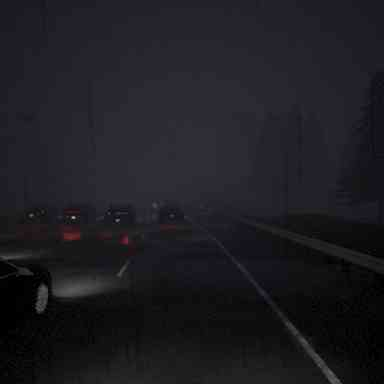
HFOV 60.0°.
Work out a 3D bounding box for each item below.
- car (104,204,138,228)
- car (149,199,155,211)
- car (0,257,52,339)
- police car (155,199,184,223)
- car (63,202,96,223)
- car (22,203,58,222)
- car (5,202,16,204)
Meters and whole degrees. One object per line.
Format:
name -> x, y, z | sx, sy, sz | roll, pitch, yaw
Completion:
car -> -4.846, 1.556, 22.923 | 2.128, 1.511, 4.902 | 0, 0, -6
car -> -4.316, 1.639, 41.858 | 1.812, 1.442, 4.674 | 0, 0, -11
car -> -3.548, 1.520, 4.433 | 1.837, 1.490, 4.892 | 0, 0, -1
police car -> -1.723, 1.495, 26.246 | 1.930, 1.638, 5.238 | 0, 0, -7
car -> -8.756, 1.582, 26.139 | 1.837, 1.490, 4.892 | 0, 0, -7
car -> -12.476, 1.610, 27.452 | 1.812, 1.442, 4.674 | 0, 0, -8
car -> -28.135, 1.639, 50.731 | 1.882, 1.535, 5.008 | 0, 0, -15
